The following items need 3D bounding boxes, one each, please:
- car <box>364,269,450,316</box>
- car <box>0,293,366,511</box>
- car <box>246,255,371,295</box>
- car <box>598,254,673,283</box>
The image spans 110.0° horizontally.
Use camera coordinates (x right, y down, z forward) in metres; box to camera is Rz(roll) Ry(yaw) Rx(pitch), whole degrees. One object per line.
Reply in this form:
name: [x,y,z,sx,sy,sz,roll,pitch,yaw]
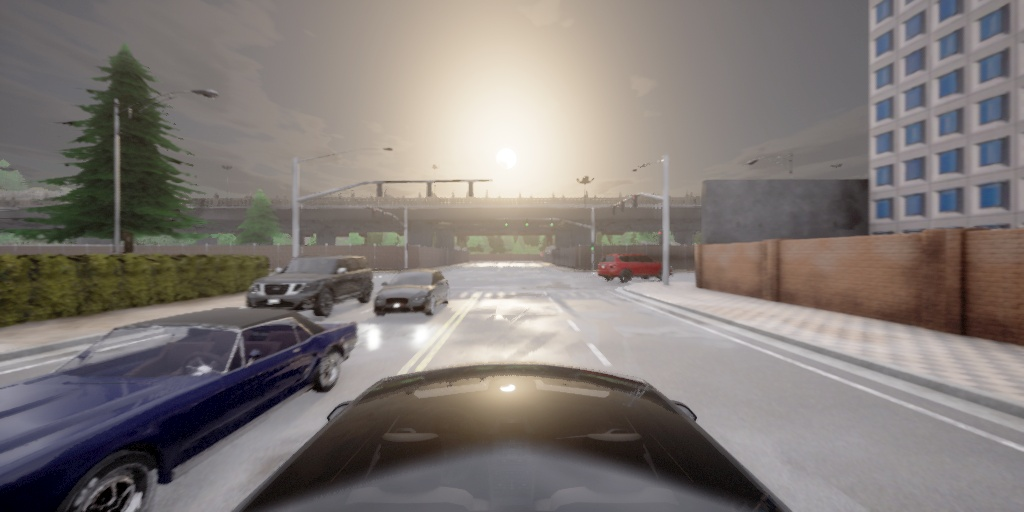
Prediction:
car: [-3.505,1.257,13.330,1.837,1.490,4.892,0,0,0]
car: [-3.586,1.355,3.970,1.895,1.301,4.718,0,0,0]
car: [-7.006,0.970,13.298,2.150,2.045,5.566,0,0,0]
car: [9.090,0.851,26.481,5.566,2.045,2.150,0,-1,-18]
